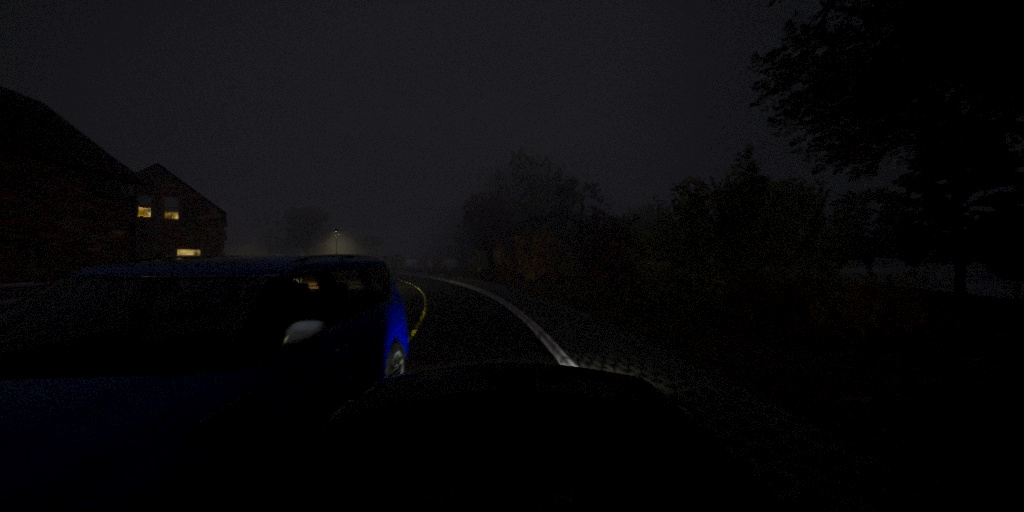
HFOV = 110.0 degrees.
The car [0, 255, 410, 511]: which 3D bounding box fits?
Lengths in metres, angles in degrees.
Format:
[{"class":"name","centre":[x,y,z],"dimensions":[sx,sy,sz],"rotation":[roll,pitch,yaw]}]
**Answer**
[{"class":"car","centre":[-2.516,1.005,3.177],"dimensions":[2.150,2.045,5.566],"rotation":[0,0,-2]}]
